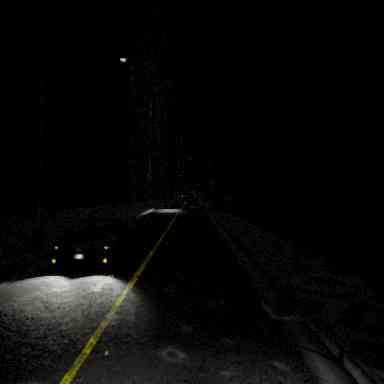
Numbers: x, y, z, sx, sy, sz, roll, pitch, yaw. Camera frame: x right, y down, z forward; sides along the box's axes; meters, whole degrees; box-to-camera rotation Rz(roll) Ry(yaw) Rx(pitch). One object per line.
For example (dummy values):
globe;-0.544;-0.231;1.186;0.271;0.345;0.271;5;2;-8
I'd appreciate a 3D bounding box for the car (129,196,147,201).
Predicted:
car;-13.554;1.638;85.296;4.097;1.590;1.967;0;-2;-1

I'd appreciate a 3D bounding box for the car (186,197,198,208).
car;0.018;1.677;51.748;2.033;1.411;5.357;0;0;1

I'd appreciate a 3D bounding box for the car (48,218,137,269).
car;-3.101;1.586;11.133;1.994;1.385;4.181;0;0;0

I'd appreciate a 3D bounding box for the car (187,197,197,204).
car;-0.009;1.717;68.880;1.994;1.385;4.181;0;0;0

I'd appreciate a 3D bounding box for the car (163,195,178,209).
car;-3.096;1.605;47.485;2.128;1.511;4.902;0;0;0

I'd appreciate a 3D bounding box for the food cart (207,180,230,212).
food cart;3.082;0.553;39.948;2.280;3.560;4.660;-2;-2;0
